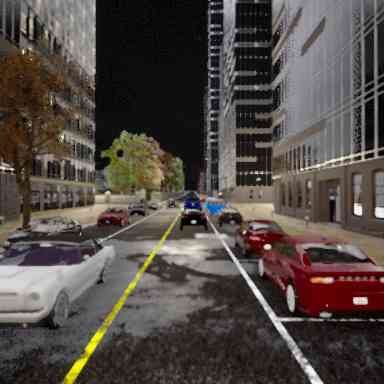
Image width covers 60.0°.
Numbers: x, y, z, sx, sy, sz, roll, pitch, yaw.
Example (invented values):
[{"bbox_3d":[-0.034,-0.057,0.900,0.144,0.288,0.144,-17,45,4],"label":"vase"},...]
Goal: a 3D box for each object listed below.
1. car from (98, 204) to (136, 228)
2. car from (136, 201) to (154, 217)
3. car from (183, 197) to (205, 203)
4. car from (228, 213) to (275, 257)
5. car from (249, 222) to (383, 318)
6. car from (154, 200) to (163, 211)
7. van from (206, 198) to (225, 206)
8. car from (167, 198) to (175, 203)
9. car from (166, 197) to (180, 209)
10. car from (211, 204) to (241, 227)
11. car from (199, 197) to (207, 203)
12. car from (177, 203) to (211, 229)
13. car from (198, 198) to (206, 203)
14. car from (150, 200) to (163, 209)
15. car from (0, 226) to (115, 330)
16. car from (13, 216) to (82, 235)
[{"bbox_3d":[-5.676,1.799,24.652,1.887,1.381,4.507,0,-1,0],"label":"car"},{"bbox_3d":[-5.667,1.911,36.056,1.947,1.339,4.313,0,0,0],"label":"car"},{"bbox_3d":[0.120,1.594,40.417,2.150,2.045,5.566,0,-1,0],"label":"car"},{"bbox_3d":[2.698,1.724,13.245,1.802,1.307,4.206,0,-1,0],"label":"car"},{"bbox_3d":[2.694,1.627,7.548,1.887,1.381,4.507,0,-1,0],"label":"car"},{"bbox_3d":[-5.740,1.982,47.452,1.947,1.339,4.313,0,0,0],"label":"car"},{"bbox_3d":[2.715,1.687,36.053,1.690,1.788,3.998,0,0,0],"label":"van"},{"bbox_3d":[-5.632,2.228,91.256,1.887,1.381,4.507,0,0,0],"label":"car"},{"bbox_3d":[-2.969,1.994,52.320,1.837,1.490,4.892,0,0,0],"label":"car"},{"bbox_3d":[2.705,1.806,24.647,2.008,1.369,4.403,0,-1,0],"label":"car"},{"bbox_3d":[2.746,2.090,85.574,1.967,1.590,4.097,0,0,0],"label":"car"},{"bbox_3d":[0.108,1.769,23.377,1.812,1.442,4.674,0,-1,0],"label":"car"},{"bbox_3d":[2.749,2.250,91.253,1.947,1.339,4.313,0,0,0],"label":"car"},{"bbox_3d":[-5.784,1.986,54.686,1.752,1.417,4.829,0,0,0],"label":"car"},{"bbox_3d":[-3.096,1.678,7.169,1.895,1.301,4.718,0,-1,0],"label":"car"},{"bbox_3d":[-5.683,1.692,13.252,2.008,1.369,4.403,0,-1,0],"label":"car"}]
